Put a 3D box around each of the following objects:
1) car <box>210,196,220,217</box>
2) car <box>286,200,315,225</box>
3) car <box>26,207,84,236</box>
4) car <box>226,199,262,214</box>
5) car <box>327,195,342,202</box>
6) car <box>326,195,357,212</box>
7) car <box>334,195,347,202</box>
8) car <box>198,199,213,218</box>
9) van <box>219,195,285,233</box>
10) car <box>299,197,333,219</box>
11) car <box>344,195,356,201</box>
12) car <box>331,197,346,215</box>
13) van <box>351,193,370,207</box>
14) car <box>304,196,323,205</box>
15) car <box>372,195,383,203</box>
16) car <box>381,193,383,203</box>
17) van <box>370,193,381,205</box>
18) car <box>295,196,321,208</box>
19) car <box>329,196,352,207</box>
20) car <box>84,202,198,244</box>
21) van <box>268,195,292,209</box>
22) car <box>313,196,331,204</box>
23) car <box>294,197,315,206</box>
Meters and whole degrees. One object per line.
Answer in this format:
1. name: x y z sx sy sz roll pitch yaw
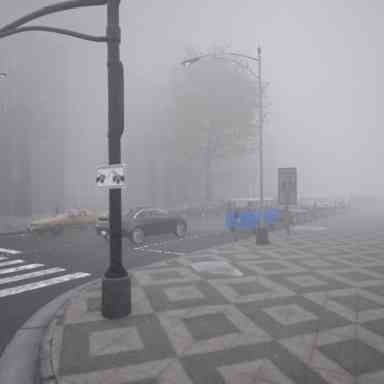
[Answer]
1. car: 2.618 1.307 31.848 2.192 1.841 5.009 -1 0 36
2. car: 6.582 1.422 22.761 1.947 1.339 4.313 -1 0 36
3. car: -6.757 1.564 18.835 1.752 1.417 4.829 -1 0 36
4. car: 5.713 1.529 36.139 2.008 1.369 4.403 -1 0 36
5. car: 30.028 1.433 69.900 2.008 1.369 4.403 -1 -1 36
6. car: 16.073 1.363 35.938 2.008 1.369 4.403 -1 0 36
7. car: 33.210 1.416 74.317 1.887 1.381 4.507 -1 -1 36
8. car: -0.470 1.552 27.555 1.887 1.381 4.507 -1 0 36
9. van: 3.416 1.213 18.370 1.690 1.788 3.998 -1 0 36
10. car: 9.745 1.385 27.153 1.887 1.381 4.507 -1 0 36
11. car: 39.574 1.401 83.153 2.008 1.369 4.403 -1 -1 36
12. car: 12.909 1.408 31.546 1.802 1.307 4.206 -1 0 36
13. van: 22.397 1.127 44.725 1.690 1.788 3.998 -1 0 36
14. car: 21.068 1.440 57.460 1.752 1.417 4.829 -1 -1 36
15. car: 35.055 1.304 62.294 1.947 1.339 4.313 -1 -1 36
16. car: 31.990 1.275 58.039 1.752 1.417 4.829 -1 -1 36
17. van: 28.724 1.103 53.511 1.690 1.788 3.998 -1 -1 36
18. car: 15.996 1.387 45.696 2.128 1.511 4.902 -1 -1 36
19. car: 21.839 1.376 48.674 2.033 1.411 5.357 -1 -1 36
20. car: -2.142 1.429 15.379 2.128 1.511 4.902 -1 -1 36
21. van: 11.891 1.292 44.723 1.690 1.788 3.998 -1 0 36
22. car: 24.259 1.453 61.889 2.008 1.369 4.403 -1 -1 36
23. car: 18.076 1.492 53.305 1.947 1.339 4.313 -1 0 36
